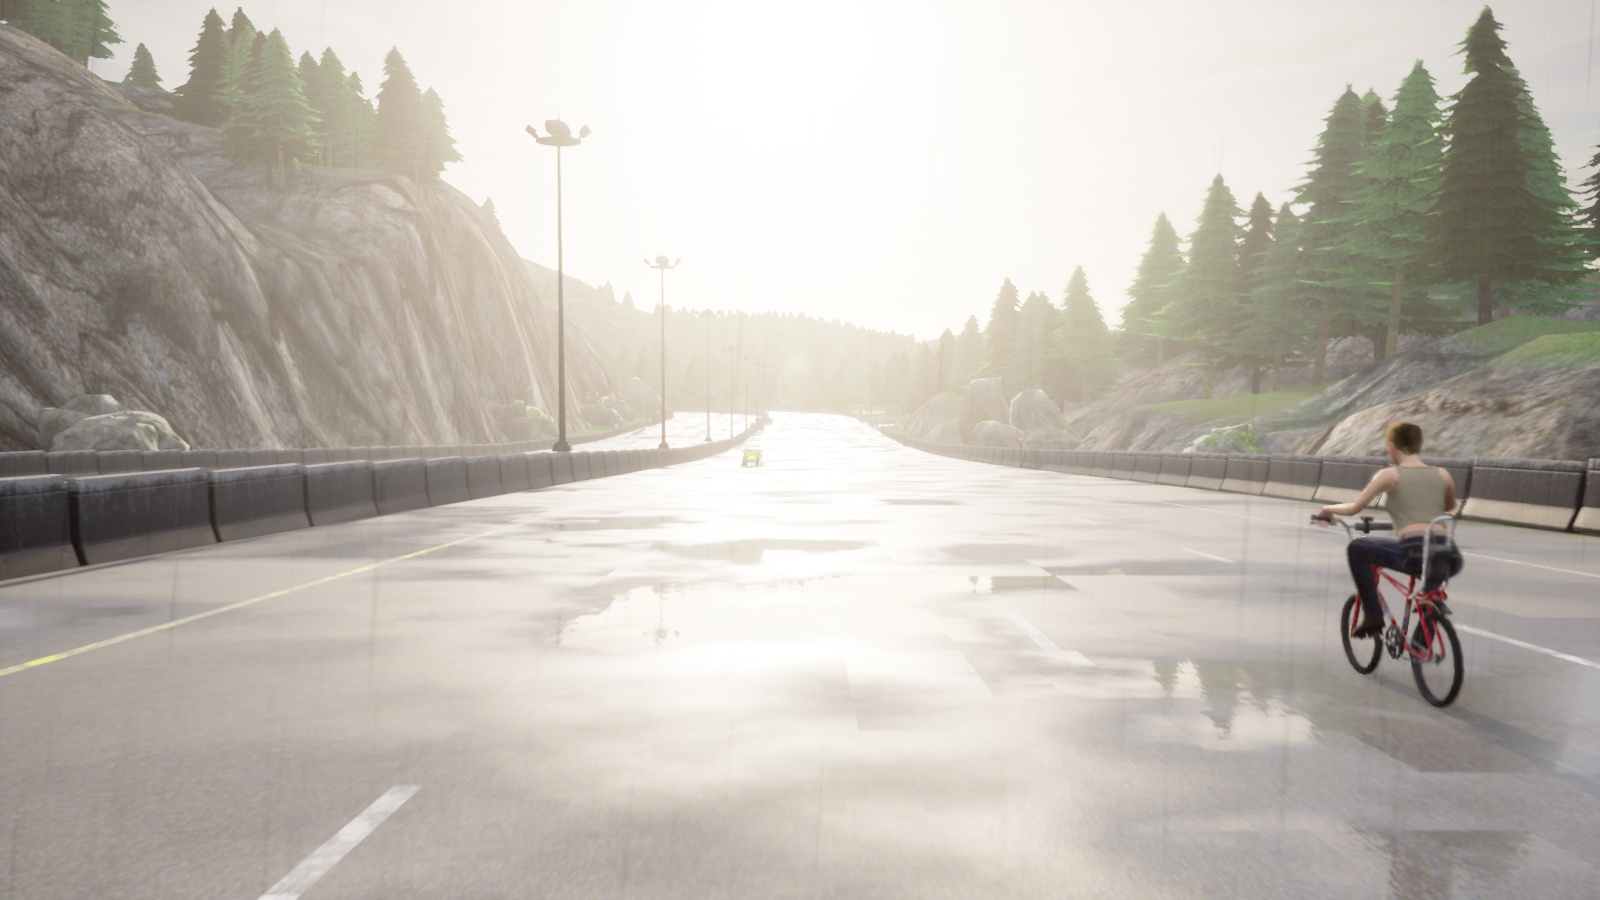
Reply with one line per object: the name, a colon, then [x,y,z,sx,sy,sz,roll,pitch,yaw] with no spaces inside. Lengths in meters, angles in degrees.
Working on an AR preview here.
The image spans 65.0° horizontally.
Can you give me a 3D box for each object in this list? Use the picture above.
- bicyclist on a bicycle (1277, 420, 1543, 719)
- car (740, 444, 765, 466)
bicyclist on a bicycle: [3.583,0.640,7.540,0.866,1.612,1.509,0,0,0]
car: [-3.032,0.306,79.923,1.481,1.376,2.207,0,1,0]
